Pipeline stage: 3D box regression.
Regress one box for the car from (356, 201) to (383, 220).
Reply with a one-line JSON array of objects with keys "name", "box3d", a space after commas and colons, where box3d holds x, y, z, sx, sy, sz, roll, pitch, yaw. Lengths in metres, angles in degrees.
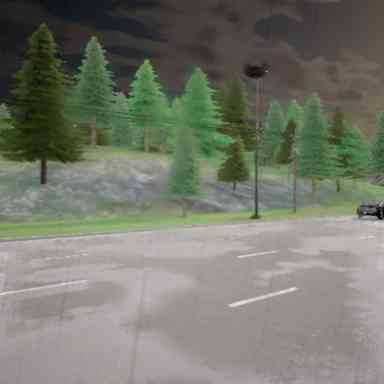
[{"name": "car", "box3d": [15.831, 1.488, 28.056, 4.902, 1.511, 2.128, 0, 0, -35]}]
